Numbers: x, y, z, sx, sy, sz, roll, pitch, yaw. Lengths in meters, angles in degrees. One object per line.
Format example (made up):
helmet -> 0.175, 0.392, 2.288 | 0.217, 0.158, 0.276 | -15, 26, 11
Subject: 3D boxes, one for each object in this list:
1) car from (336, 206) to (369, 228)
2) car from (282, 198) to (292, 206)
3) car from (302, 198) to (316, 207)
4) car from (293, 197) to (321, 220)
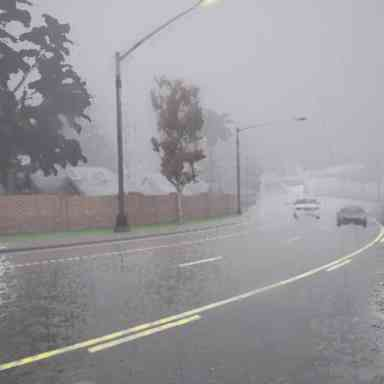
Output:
car -> 11.402, 1.686, 23.588 | 2.033, 1.411, 5.357 | -1, -1, 27
car -> 20.563, 2.130, 71.769 | 1.882, 1.535, 5.008 | -1, -1, 13
car -> 22.075, 1.993, 62.734 | 1.882, 1.535, 5.008 | -1, -1, 13
car -> 10.853, 1.493, 31.446 | 2.150, 2.045, 5.566 | -1, -1, 18
